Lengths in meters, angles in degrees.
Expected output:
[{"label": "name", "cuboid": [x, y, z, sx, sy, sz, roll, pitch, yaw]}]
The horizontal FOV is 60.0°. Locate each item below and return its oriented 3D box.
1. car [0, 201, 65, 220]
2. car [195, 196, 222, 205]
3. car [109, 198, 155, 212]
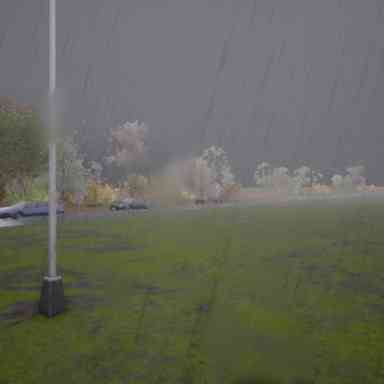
[{"label": "car", "cuboid": [-12.962, 1.396, 26.702, 2.033, 1.411, 5.357, 0, 1, 36]}, {"label": "car", "cuboid": [2.386, 1.224, 47.594, 1.895, 1.301, 4.718, 0, 1, 37]}, {"label": "car", "cuboid": [-6.326, 1.301, 35.757, 2.033, 1.411, 5.357, 0, 1, 36]}]
